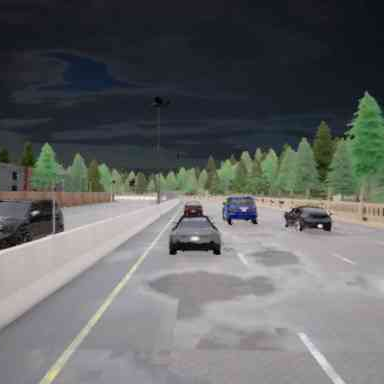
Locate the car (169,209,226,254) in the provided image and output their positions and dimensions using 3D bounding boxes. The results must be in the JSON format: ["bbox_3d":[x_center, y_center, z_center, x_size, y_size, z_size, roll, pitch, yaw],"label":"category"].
[{"bbox_3d":[0.107,1.644,13.899,1.994,1.385,4.181,0,0,0],"label":"car"}]

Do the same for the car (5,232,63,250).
[{"bbox_3d":[-7.092,1.300,13.580,2.150,2.045,5.566,0,-1,0],"label":"car"}]

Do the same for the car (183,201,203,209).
[{"bbox_3d":[0.115,1.672,34.098,1.882,1.535,5.008,0,0,0],"label":"car"}]

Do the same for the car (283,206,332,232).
[{"bbox_3d":[7.109,1.629,20.876,1.837,1.490,4.892,0,0,0],"label":"car"}]

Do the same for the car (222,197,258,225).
[{"bbox_3d":[3.613,1.372,25.822,2.150,2.045,5.566,0,0,0],"label":"car"}]
